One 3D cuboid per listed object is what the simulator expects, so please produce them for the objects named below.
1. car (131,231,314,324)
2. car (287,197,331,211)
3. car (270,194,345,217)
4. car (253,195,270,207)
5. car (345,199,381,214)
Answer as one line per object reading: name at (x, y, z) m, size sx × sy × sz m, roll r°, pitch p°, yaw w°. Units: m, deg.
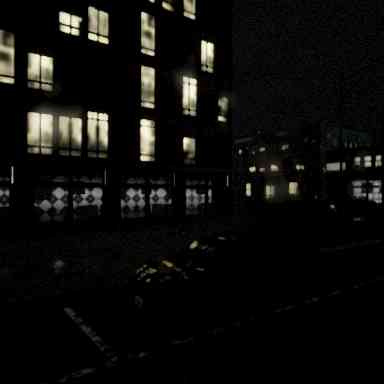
car at (0.839, 1.559, 7.152) m, size 4.313 × 1.339 × 1.947 m, roll 0°, pitch 0°, yaw -35°
car at (12.833, 1.296, 36.735) m, size 1.802 × 1.307 × 4.206 m, roll 1°, pitch 0°, yaw -36°
car at (9.366, 1.068, 27.306) m, size 2.192 × 1.841 × 5.009 m, roll 1°, pitch 0°, yaw -36°
car at (9.552, 1.086, 41.207) m, size 1.967 × 1.590 × 4.097 m, roll 1°, pitch 0°, yaw -36°
car at (16.116, 1.327, 32.266) m, size 1.887 × 1.381 × 4.507 m, roll 1°, pitch 0°, yaw -36°
